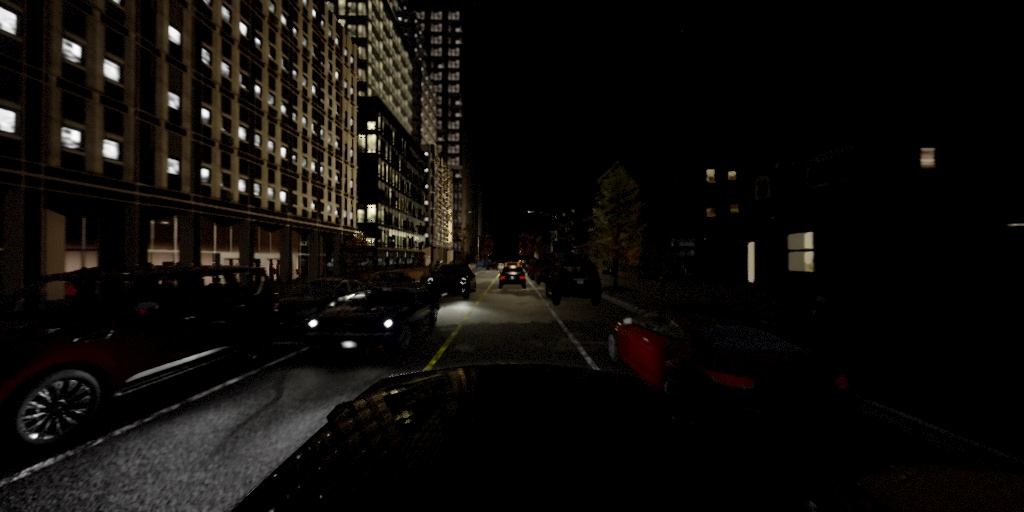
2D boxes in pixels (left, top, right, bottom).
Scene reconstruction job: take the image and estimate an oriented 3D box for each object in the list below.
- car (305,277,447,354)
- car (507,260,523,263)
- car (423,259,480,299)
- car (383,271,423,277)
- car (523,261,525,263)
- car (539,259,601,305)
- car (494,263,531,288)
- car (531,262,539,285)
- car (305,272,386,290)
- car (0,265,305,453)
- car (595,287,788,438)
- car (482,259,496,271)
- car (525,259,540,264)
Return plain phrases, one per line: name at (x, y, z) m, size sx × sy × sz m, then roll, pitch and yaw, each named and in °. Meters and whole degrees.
car at (-3.103, 1.388, 9.033) m, size 1.895 × 1.301 × 4.718 m, roll 0°, pitch 0°, yaw 0°
car at (0.026, 1.434, 41.881) m, size 1.882 × 1.535 × 5.008 m, roll 0°, pitch 0°, yaw 0°
car at (-3.088, 1.188, 18.838) m, size 2.097 × 1.767 × 4.553 m, roll 0°, pitch 0°, yaw 0°
car at (-5.708, 1.369, 16.424) m, size 1.888 × 1.381 × 4.507 m, roll 0°, pitch 0°, yaw 0°
car at (2.644, 1.253, 38.581) m, size 2.192 × 1.841 × 5.009 m, roll 0°, pitch 0°, yaw 0°
car at (2.673, 1.136, 16.433) m, size 2.192 × 1.841 × 5.009 m, roll 0°, pitch 0°, yaw 0°
car at (0.037, 1.414, 24.964) m, size 2.033 × 1.411 × 5.357 m, roll 0°, pitch 0°, yaw 0°
car at (2.658, 1.404, 27.677) m, size 1.751 × 1.417 × 4.829 m, roll 0°, pitch 0°, yaw 0°
car at (-5.701, 1.347, 10.888) m, size 2.007 × 1.370 × 4.403 m, roll 0°, pitch 0°, yaw 0°
car at (-5.693, 1.084, 5.351) m, size 2.192 × 1.841 × 5.009 m, roll 0°, pitch 0°, yaw 0°
car at (2.688, 1.349, 5.359) m, size 1.802 × 1.307 × 4.207 m, roll 0°, pitch 0°, yaw 0°
car at (-3.124, 1.584, 56.225) m, size 2.033 × 1.411 × 5.357 m, roll 0°, pitch 0°, yaw 1°
car at (2.651, 1.223, 33.045) m, size 2.192 × 1.841 × 5.009 m, roll 0°, pitch 0°, yaw 0°
